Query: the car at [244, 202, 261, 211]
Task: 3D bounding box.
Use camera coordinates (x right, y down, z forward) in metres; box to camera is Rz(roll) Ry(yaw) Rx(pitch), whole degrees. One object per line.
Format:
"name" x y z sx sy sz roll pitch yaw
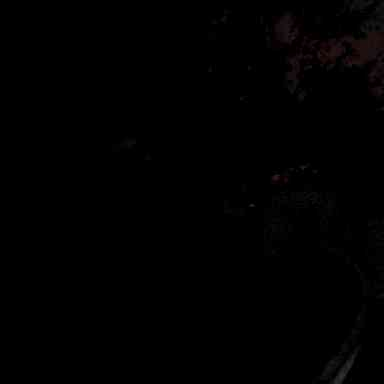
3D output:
"car" 10.955 2.615 59.553 2.128 1.511 4.902 0 -2 21

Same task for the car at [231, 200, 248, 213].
"car" 6.947 1.850 47.266 2.150 2.045 5.566 0 -2 16

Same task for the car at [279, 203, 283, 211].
"car" 17.781 3.068 68.595 1.812 1.442 4.674 0 -2 20

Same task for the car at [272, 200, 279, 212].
"car" 12.206 2.107 52.975 2.150 2.045 5.566 0 -2 19

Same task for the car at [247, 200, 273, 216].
"car" 7.757 1.921 37.503 2.033 1.411 5.357 0 -1 15
